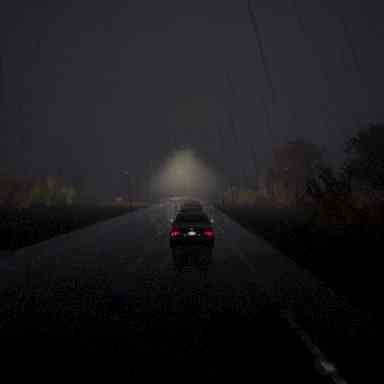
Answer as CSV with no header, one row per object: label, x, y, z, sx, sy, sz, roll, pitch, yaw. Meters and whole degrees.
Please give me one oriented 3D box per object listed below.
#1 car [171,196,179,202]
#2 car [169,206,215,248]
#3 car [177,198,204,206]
car,-3.758,1.603,75.916,1.895,1.301,4.718,0,0,-3
car,0.000,1.565,14.651,2.033,1.411,5.357,0,0,0
car,0.000,1.505,29.651,2.128,1.511,4.902,0,0,0
